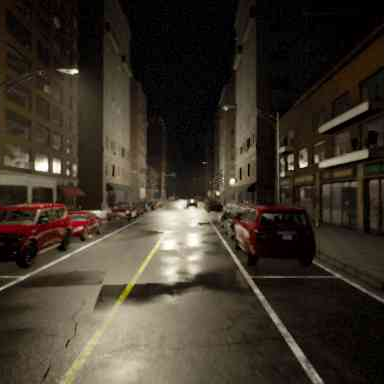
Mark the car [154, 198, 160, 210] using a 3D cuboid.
[{"bbox_3d":[-5.845,1.694,44.679,1.967,1.590,4.097,0,0,0],"label":"car"}]

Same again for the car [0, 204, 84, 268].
[{"bbox_3d":[-5.847,1.376,11.723,2.192,1.841,5.009,1,0,0],"label":"car"}]

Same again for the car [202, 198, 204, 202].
[{"bbox_3d":[2.680,1.799,44.685,1.887,1.381,4.507,0,0,0],"label":"car"}]

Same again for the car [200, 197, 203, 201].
[{"bbox_3d":[2.680,1.840,50.176,2.008,1.369,4.403,0,0,0],"label":"car"}]

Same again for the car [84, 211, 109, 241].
[{"bbox_3d":[-5.849,1.673,17.214,1.802,1.307,4.206,1,0,0],"label":"car"}]

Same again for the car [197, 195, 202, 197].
[{"bbox_3d":[2.549,2.144,94.102,1.887,1.381,4.507,0,0,-1],"label":"car"}]

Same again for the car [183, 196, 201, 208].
[{"bbox_3d":[0.006,1.860,53.693,2.033,1.411,5.357,0,0,0],"label":"car"}]

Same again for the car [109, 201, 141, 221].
[{"bbox_3d":[-5.847,1.594,28.200,1.967,1.590,4.097,0,0,0],"label":"car"}]

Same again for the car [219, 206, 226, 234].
[{"bbox_3d":[2.681,1.657,17.228,1.947,1.339,4.313,0,0,0],"label":"car"}]

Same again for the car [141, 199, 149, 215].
[{"bbox_3d":[-5.847,1.710,33.523,1.752,1.417,4.829,0,0,0],"label":"car"}]

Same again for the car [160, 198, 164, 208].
[{"bbox_3d":[-5.845,1.765,55.665,1.967,1.590,4.097,0,0,0],"label":"car"}]

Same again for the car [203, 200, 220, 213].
[{"bbox_3d":[2.681,1.764,39.194,1.887,1.381,4.507,0,0,0],"label":"car"}]

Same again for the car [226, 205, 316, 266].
[{"bbox_3d":[2.682,1.376,11.738,2.192,1.841,5.009,1,0,0],"label":"car"}]

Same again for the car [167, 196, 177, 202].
[{"bbox_3d":[-5.976,2.149,94.025,2.008,1.369,4.403,0,0,-1],"label":"car"}]

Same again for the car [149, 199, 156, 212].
[{"bbox_3d":[-5.847,1.770,39.186,2.008,1.369,4.403,0,0,0],"label":"car"}]

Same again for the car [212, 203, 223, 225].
[{"bbox_3d":[2.681,1.672,22.720,2.008,1.369,4.403,0,0,0],"label":"car"}]
